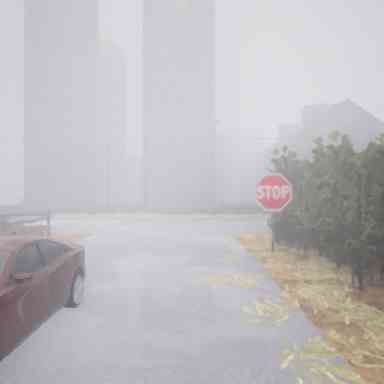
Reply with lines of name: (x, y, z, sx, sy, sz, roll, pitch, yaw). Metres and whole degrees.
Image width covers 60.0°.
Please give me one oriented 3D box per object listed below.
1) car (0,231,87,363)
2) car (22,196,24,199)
car: (-3.159, 1.468, 5.059, 1.882, 1.535, 5.008, 0, 0, 0)
car: (-37.238, 1.106, 77.012, 3.866, 1.878, 1.905, 0, 0, 0)
